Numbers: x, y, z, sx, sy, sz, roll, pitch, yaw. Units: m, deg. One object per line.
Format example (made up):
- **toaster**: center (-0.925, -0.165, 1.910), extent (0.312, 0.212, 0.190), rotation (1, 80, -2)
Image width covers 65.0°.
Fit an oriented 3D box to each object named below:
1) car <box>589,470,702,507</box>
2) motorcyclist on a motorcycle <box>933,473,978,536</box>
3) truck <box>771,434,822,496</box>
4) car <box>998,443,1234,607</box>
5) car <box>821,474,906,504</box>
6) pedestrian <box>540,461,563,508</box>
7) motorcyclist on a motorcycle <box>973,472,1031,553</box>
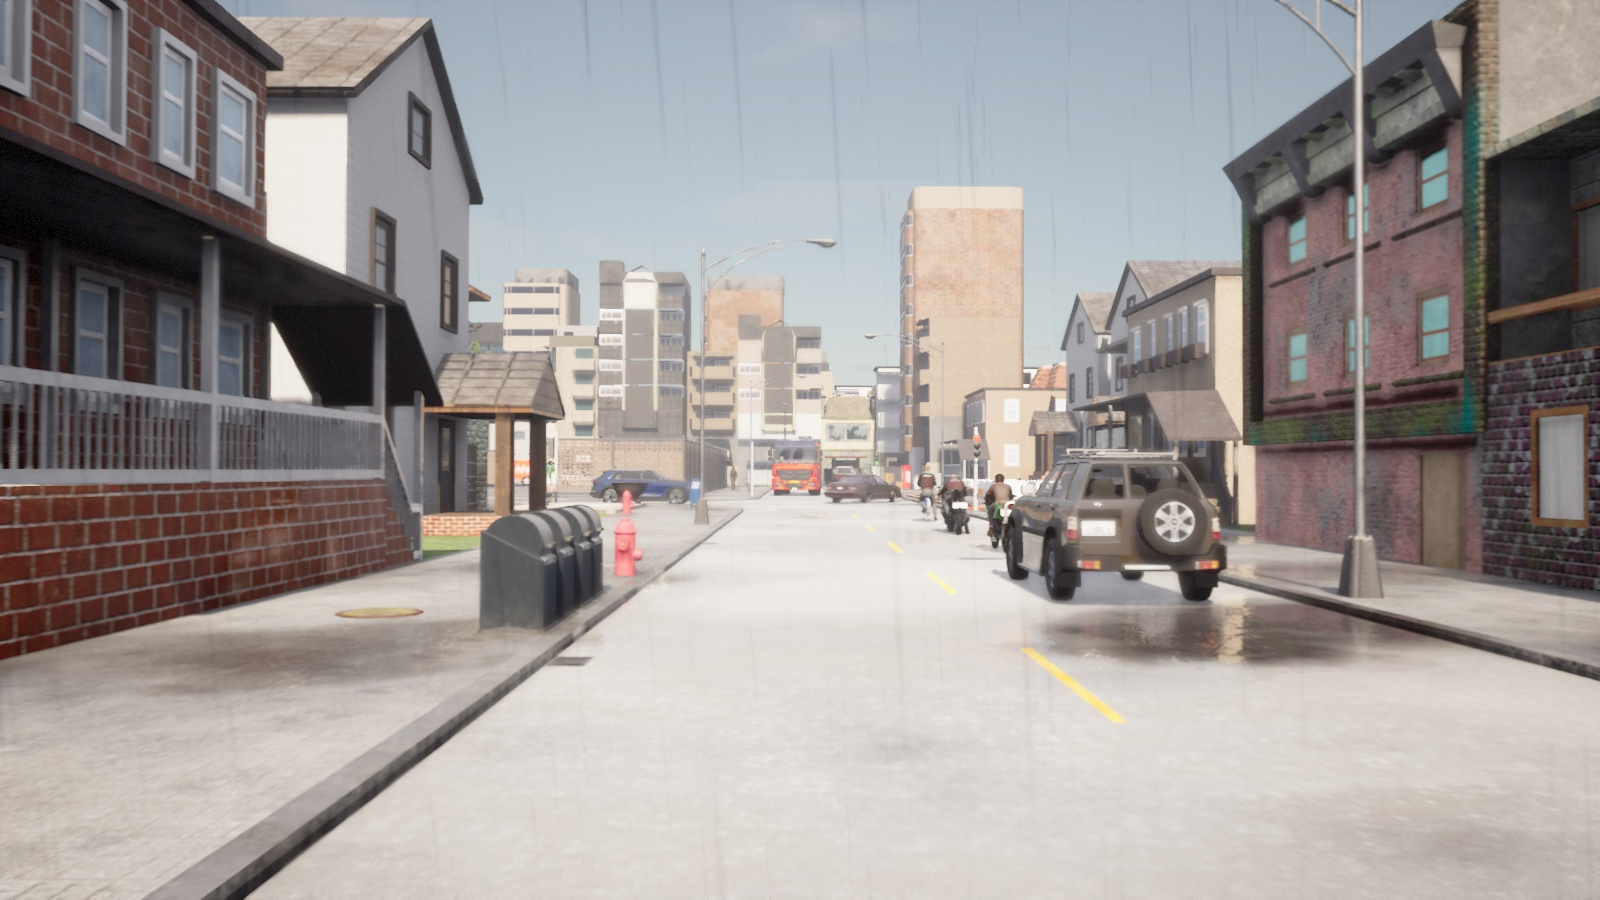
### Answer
- **car**: center (-6.904, 1.712, 56.624), extent (4.856, 1.649, 2.033), rotation (0, -1, 0)
- **motorcyclist on a motorcycle**: center (3.919, 1.363, 31.863), extent (0.866, 1.530, 2.191), rotation (0, -1, 0)
- **truck**: center (-0.133, 1.003, 81.466), extent (2.891, 3.827, 8.468), rotation (0, -1, 3)
- **car**: center (3.957, 0.891, 16.591), extent (1.932, 1.855, 4.605), rotation (0, -1, 0)
- **car**: center (3.178, 1.876, 61.810), extent (2.033, 1.411, 5.357), rotation (-1, -1, 29)
- **pedestrian**: center (-10.387, 1.432, 52.499), extent (0.873, 1.952, 0.659), rotation (0, -1, -15)
- **motorcyclist on a motorcycle**: center (3.937, 1.190, 24.671), extent (0.797, 1.523, 2.044), rotation (0, -1, 0)
